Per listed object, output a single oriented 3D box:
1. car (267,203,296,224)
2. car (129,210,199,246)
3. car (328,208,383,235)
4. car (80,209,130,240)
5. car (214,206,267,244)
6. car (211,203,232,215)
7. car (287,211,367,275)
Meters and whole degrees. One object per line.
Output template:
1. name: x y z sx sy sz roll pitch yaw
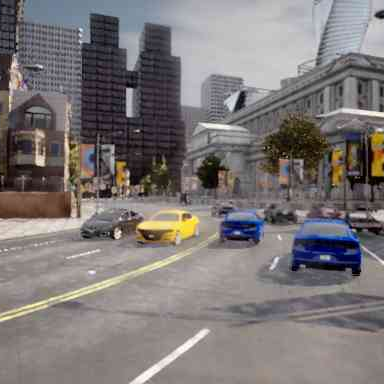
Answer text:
1. car: 7.527 1.752 28.829 2.097 1.767 4.553 0 -1 1
2. car: -1.054 1.674 16.709 1.882 1.535 5.008 0 -1 16
3. car: 10.314 1.920 21.133 1.895 1.301 4.718 0 -1 11
4. car: -4.201 1.703 18.346 1.837 1.490 4.892 0 -1 15
5. car: 2.653 1.704 17.192 1.882 1.535 5.008 0 -1 15
6. car: 3.415 1.980 37.308 1.837 1.490 4.892 1 -1 -8
7. car: 4.454 1.644 11.229 1.882 1.535 5.008 0 -1 21
